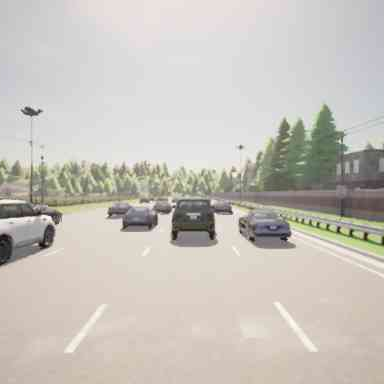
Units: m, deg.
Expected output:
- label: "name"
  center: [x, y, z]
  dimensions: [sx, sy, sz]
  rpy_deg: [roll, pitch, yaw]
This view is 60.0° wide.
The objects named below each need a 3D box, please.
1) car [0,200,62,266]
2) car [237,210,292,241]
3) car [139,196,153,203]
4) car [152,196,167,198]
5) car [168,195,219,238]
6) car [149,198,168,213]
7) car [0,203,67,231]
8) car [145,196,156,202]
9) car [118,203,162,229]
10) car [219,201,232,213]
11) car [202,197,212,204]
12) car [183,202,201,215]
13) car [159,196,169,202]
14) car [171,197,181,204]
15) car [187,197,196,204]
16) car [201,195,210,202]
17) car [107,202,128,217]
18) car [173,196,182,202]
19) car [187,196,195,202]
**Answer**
- label: "car"
  center: [-6.922, 1.274, 11.906]
  dimensions: [2.150, 2.045, 5.566]
  rpy_deg: [0, 0, 0]
- label: "car"
  center: [3.568, 1.626, 17.141]
  dimensions: [2.033, 1.411, 5.357]
  rpy_deg: [0, 0, 0]
- label: "car"
  center: [-10.641, 1.831, 74.713]
  dimensions: [1.837, 1.490, 4.892]
  rpy_deg: [0, 0, 0]
- label: "car"
  center: [-7.141, 1.832, 74.719]
  dimensions: [1.837, 1.490, 4.892]
  rpy_deg: [0, 0, 0]
- label: "car"
  center: [0.067, 1.304, 18.239]
  dimensions: [2.150, 2.045, 5.566]
  rpy_deg: [0, 0, 0]
- label: "car"
  center: [-3.473, 1.742, 38.993]
  dimensions: [1.994, 1.385, 4.181]
  rpy_deg: [0, 0, 0]
- label: "car"
  center: [-10.442, 1.592, 22.428]
  dimensions: [2.128, 1.511, 4.902]
  rpy_deg: [0, 0, 0]
- label: "car"
  center: [-10.661, 1.745, 85.133]
  dimensions: [2.128, 1.511, 4.902]
  rpy_deg: [0, 0, 0]
- label: "car"
  center: [-3.442, 1.667, 22.659]
  dimensions: [1.994, 1.385, 4.181]
  rpy_deg: [0, 0, 0]
- label: "car"
  center: [3.527, 1.742, 39.079]
  dimensions: [1.994, 1.385, 4.181]
  rpy_deg: [0, 0, 0]
- label: "car"
  center: [3.359, 1.832, 74.739]
  dimensions: [1.837, 1.490, 4.892]
  rpy_deg: [0, 0, 0]
- label: "car"
  center: [0.031, 1.769, 36.902]
  dimensions: [1.895, 1.301, 4.718]
  rpy_deg: [0, 0, 0]
- label: "car"
  center: [-7.161, 1.760, 85.140]
  dimensions: [2.033, 1.411, 5.357]
  rpy_deg: [0, 0, 0]
- label: "car"
  center: [-3.642, 1.887, 75.143]
  dimensions: [1.994, 1.385, 4.181]
  rpy_deg: [0, 0, 0]
- label: "car"
  center: [-0.141, 1.832, 74.733]
  dimensions: [1.837, 1.490, 4.892]
  rpy_deg: [0, 0, 0]
- label: "car"
  center: [3.339, 1.575, 85.130]
  dimensions: [2.097, 1.767, 4.553]
  rpy_deg: [0, 0, 0]
- label: "car"
  center: [-6.962, 1.698, 33.031]
  dimensions: [2.033, 1.411, 5.357]
  rpy_deg: [0, 0, 0]
- label: "car"
  center: [-3.661, 1.760, 85.146]
  dimensions: [2.033, 1.411, 5.357]
  rpy_deg: [0, 0, 0]
- label: "car"
  center: [-0.161, 1.773, 85.153]
  dimensions: [1.994, 1.385, 4.181]
  rpy_deg: [0, 0, 0]
